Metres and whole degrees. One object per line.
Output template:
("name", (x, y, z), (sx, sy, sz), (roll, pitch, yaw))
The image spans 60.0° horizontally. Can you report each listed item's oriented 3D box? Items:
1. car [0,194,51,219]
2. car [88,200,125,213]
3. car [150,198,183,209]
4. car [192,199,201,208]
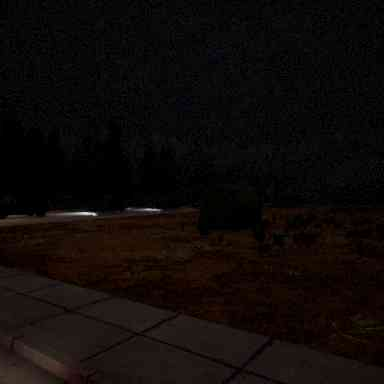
("car", (-15.487, 1.242, 29.727), (2.150, 2.045, 5.566), (0, 0, 36))
("car", (-9.588, 1.584, 37.702), (1.994, 1.385, 4.181), (0, 0, 37))
("car", (-3.386, 1.568, 46.082), (2.033, 1.411, 5.357), (0, 0, 37))
("car", (1.938, 1.585, 47.246), (1.994, 1.385, 4.181), (0, 0, 39))
